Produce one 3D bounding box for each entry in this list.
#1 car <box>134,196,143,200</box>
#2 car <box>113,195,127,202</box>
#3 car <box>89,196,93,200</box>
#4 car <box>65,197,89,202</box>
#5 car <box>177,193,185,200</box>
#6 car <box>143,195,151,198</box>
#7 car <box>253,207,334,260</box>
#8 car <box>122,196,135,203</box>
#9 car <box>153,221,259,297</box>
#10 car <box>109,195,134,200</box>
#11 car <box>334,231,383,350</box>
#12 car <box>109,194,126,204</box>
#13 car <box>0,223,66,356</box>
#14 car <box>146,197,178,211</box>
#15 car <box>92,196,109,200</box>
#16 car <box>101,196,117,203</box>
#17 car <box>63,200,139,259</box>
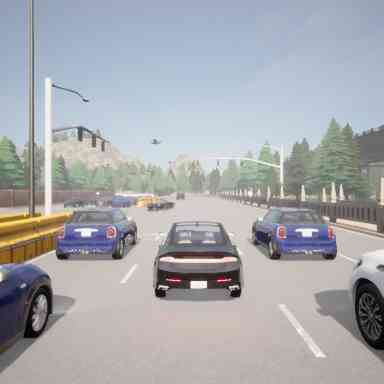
[{"bbox_3d":[-10.348,1.526,58.334,1.812,1.442,4.674,0,0,1],"label":"car"},{"bbox_3d":[-17.185,1.540,79.726,2.033,1.411,5.357,0,0,0],"label":"car"},{"bbox_3d":[-17.337,1.505,58.809,1.837,1.490,4.892,0,0,1],"label":"car"},{"bbox_3d":[-17.411,1.505,49.395,1.837,1.490,4.892,0,0,1],"label":"car"},{"bbox_3d":[-3.134,1.225,92.572,2.150,2.045,5.566,0,0,0],"label":"car"},{"bbox_3d":[-10.241,1.491,67.696,2.128,1.511,4.902,0,0,0],"label":"car"},{"bbox_3d":[3.647,1.352,12.653,2.097,1.767,4.553,0,0,0],"label":"car"},{"bbox_3d":[-13.715,1.553,72.146,1.994,1.385,4.181,0,0,0],"label":"car"},{"bbox_3d":[0.132,1.492,8.540,2.128,1.511,4.902,0,0,0],"label":"car"},{"bbox_3d":[-10.393,1.478,49.267,1.882,1.535,5.008,0,0,0],"label":"car"},{"bbox_3d":[3.615,1.221,3.068,2.150,2.045,5.566,0,0,0],"label":"car"},{"bbox_3d":[-13.807,1.352,62.126,2.097,1.767,4.553,0,0,1],"label":"car"},{"bbox_3d":[-3.383,1.352,3.759,2.097,1.767,4.553,0,0,0],"label":"car"},{"bbox_3d":[-3.730,1.601,41.090,1.895,1.301,4.718,0,0,18],"label":"car"},{"bbox_3d":[-13.864,1.526,52.983,1.812,1.442,4.674,0,0,1],"label":"car"},{"bbox_3d":[-17.227,1.525,69.235,2.128,1.511,4.902,0,0,0],"label":"car"},{"bbox_3d":[-3.401,1.352,12.675,2.097,1.767,4.553,0,0,-1],"label":"car"}]
